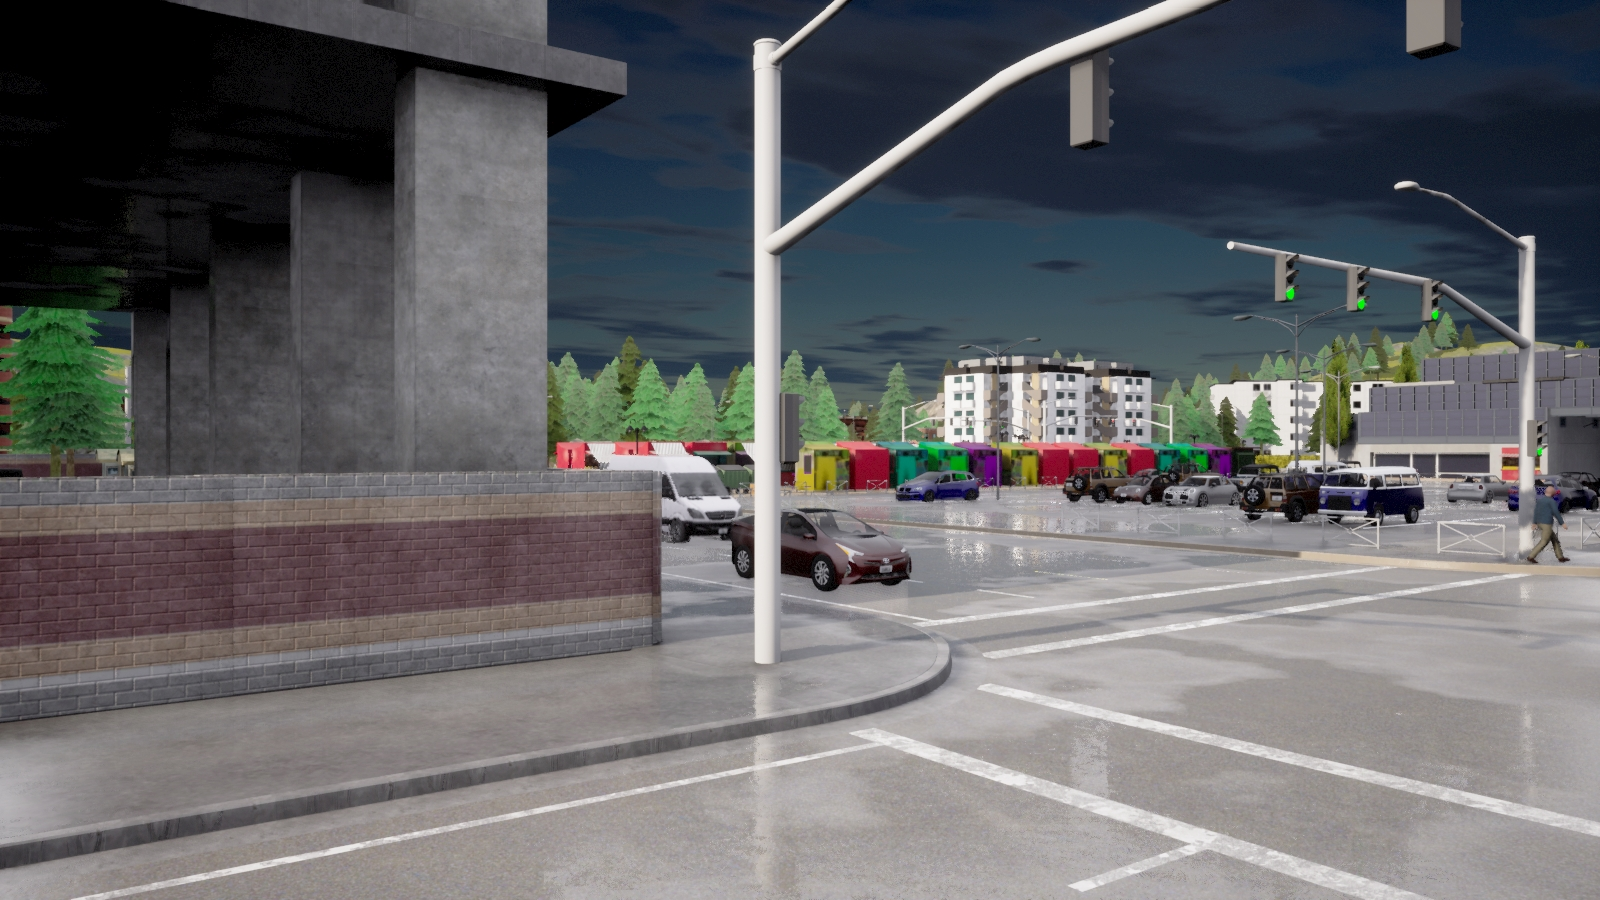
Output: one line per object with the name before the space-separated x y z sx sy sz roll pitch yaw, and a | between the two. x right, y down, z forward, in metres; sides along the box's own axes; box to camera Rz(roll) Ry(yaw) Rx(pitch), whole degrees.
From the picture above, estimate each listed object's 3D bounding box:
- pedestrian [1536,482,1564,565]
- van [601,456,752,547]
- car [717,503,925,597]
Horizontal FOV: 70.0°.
pedestrian | 17.017 1.664 25.927 0.375 1.860 0.375 0 0 2
van | -3.971 1.479 35.556 1.988 2.561 5.915 0 0 -36
car | 0.324 1.984 23.786 2.007 1.525 4.514 0 0 -36
